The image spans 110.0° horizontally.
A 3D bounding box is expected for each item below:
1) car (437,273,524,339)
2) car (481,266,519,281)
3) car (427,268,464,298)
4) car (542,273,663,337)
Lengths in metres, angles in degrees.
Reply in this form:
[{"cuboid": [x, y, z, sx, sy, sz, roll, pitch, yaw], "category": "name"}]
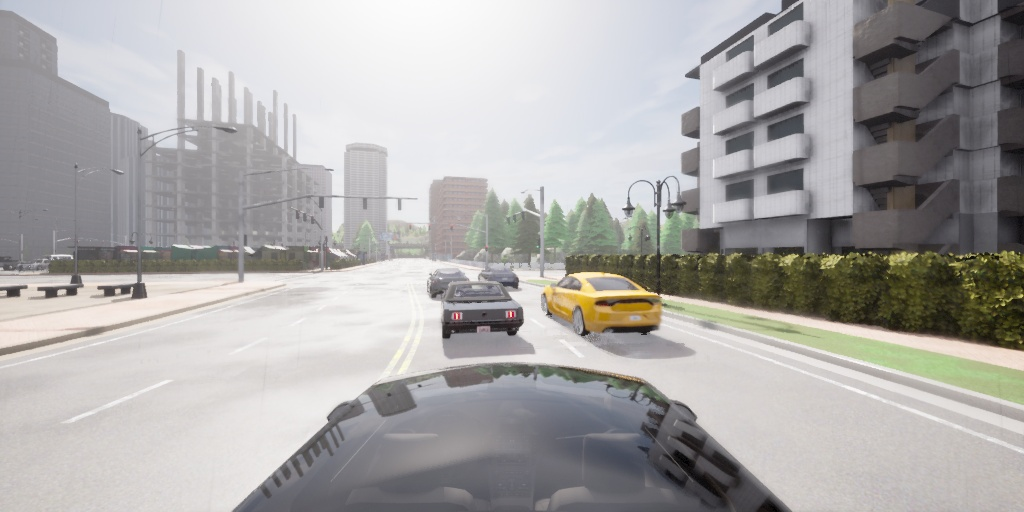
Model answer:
[{"cuboid": [-1.080, 1.351, 10.175, 1.895, 1.301, 4.718, 0, 0, -12], "category": "car"}, {"cuboid": [-0.956, 1.314, 22.975, 1.994, 1.385, 4.181, 0, 0, -15], "category": "car"}, {"cuboid": [-3.327, 1.314, 18.642, 1.994, 1.385, 4.181, 0, 0, -16], "category": "car"}, {"cuboid": [2.300, 1.227, 10.478, 1.882, 1.535, 5.008, 0, 0, -11], "category": "car"}]
